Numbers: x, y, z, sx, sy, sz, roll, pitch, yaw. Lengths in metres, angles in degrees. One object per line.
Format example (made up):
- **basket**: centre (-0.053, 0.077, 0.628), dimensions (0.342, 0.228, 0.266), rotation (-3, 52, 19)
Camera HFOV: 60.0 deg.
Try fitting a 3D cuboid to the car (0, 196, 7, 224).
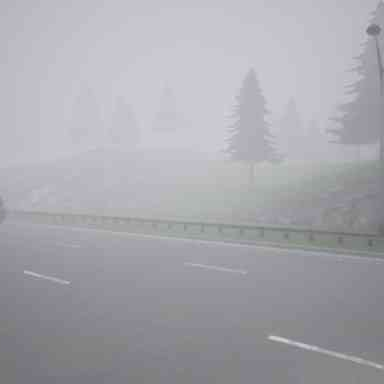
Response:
- **car**: centre (-15.141, 1.215, 23.131), dimensions (5.566, 2.045, 2.150), rotation (0, 0, 34)
